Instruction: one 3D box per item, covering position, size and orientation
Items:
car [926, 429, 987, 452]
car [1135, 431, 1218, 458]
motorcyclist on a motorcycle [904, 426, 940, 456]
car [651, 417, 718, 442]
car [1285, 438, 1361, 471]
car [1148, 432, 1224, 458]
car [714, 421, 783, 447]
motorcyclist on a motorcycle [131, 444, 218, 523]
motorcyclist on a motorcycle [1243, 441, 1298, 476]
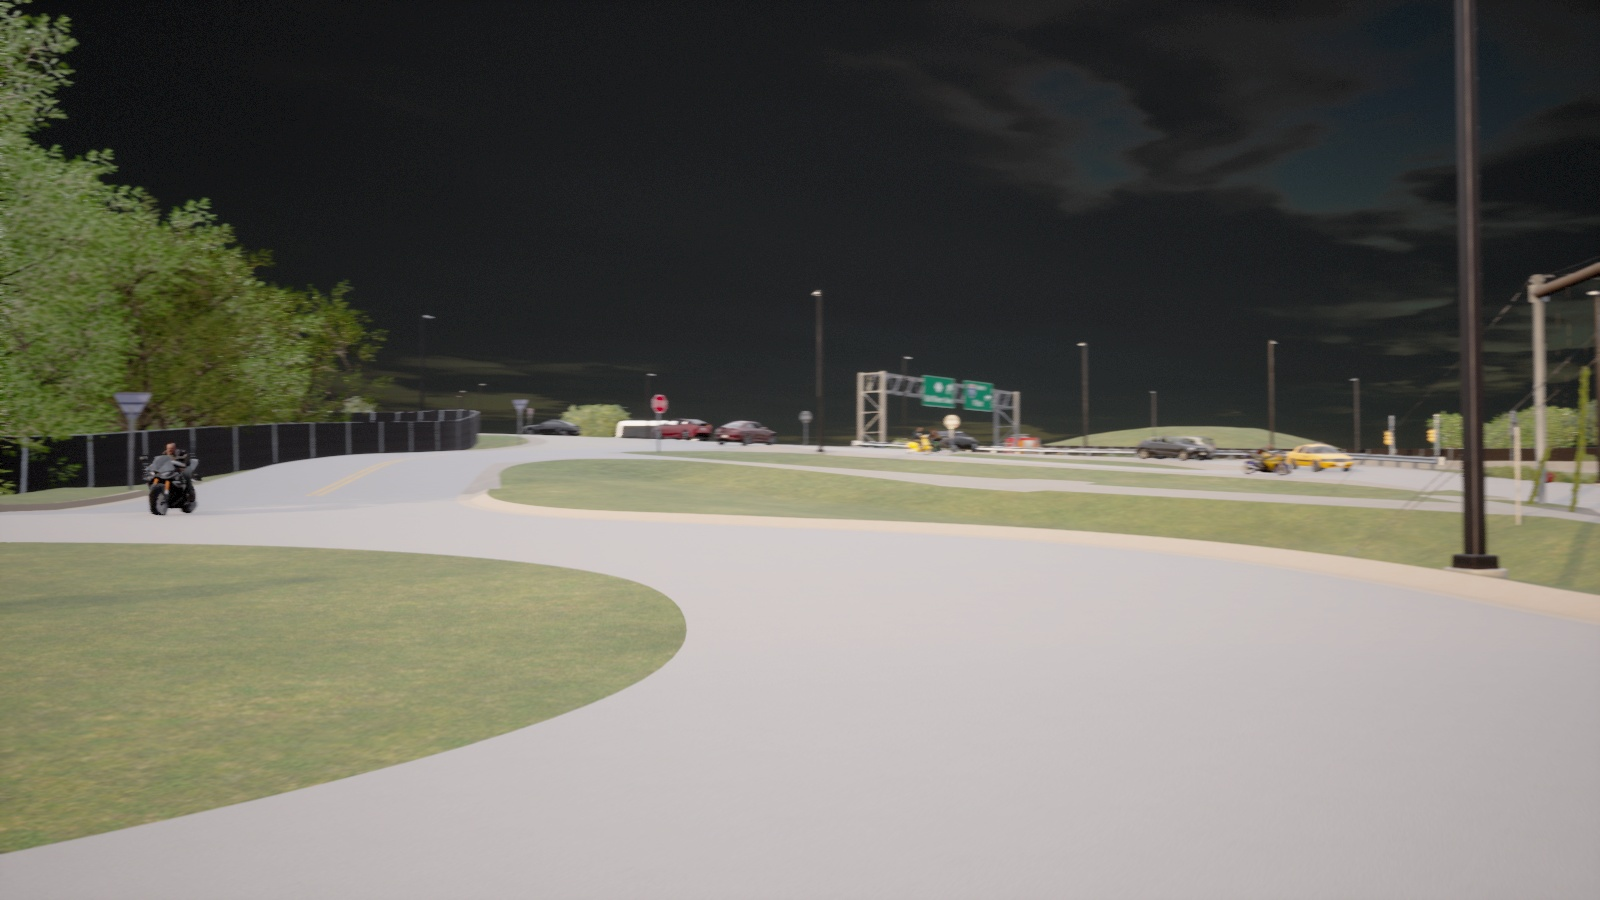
[{"bbox_3d":[11.040,-0.686,88.239,2.128,1.511,4.902,3,1,36],"label":"car"},{"bbox_3d":[25.139,-0.389,83.978,2.152,1.651,5.027,0,1,-35],"label":"car"},{"bbox_3d":[6.888,-0.527,70.938,1.817,1.590,0.866,4,1,44],"label":"motorcyclist on a motorcycle"},{"bbox_3d":[-7.928,-1.409,86.014,4.514,1.525,2.007,3,1,43],"label":"car"},{"bbox_3d":[27.982,0.208,67.348,1.801,1.575,5.366,-1,1,0],"label":"car"},{"bbox_3d":[27.026,-0.350,87.984,2.242,1.667,4.611,1,1,-35],"label":"car"},{"bbox_3d":[-2.943,-0.962,73.086,1.812,1.442,4.674,2,2,30],"label":"car"},{"bbox_3d":[-12.740,0.673,25.656,0.866,1.530,2.191,-1,-1,-6],"label":"motorcyclist on a motorcycle"},{"bbox_3d":[21.980,0.388,58.667,2.191,1.530,0.866,2,0,37],"label":"motorcyclist on a motorcycle"}]
